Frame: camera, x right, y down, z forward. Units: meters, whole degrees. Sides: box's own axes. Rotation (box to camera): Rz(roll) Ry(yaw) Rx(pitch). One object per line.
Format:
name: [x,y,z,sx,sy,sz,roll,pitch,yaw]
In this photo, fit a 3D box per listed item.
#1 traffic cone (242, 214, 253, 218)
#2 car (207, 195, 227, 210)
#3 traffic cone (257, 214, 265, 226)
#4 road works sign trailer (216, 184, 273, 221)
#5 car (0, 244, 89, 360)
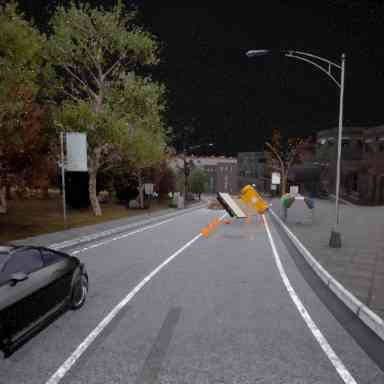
traffic cone: [3.686,1.926,21.997,0.340,0.580,0.340,2,2,7]
car: [3.089,1.200,40.615,2.097,1.767,4.553,1,0,10]
traffic cone: [4.676,1.945,21.973,0.340,0.580,0.340,1,0,20]
road works sign trailer: [3.303,1.093,23.634,3.560,2.880,2.380,4,42,-51]
car: [-3.177,1.530,4.999,1.994,1.385,4.181,0,0,5]
